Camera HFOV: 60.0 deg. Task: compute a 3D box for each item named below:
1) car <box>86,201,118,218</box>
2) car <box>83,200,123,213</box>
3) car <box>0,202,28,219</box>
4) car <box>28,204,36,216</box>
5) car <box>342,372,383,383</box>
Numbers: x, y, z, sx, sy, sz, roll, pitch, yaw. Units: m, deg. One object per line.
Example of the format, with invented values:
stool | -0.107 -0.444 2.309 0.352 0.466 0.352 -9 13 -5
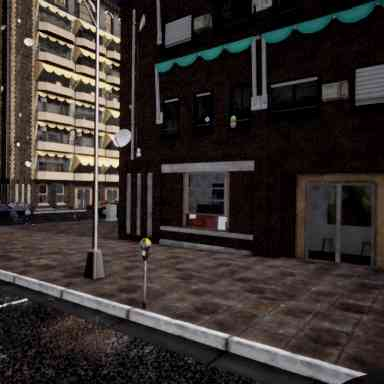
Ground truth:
car | -7.443 1.822 31.616 1.947 1.339 4.313 1 0 36
car | -10.897 1.708 41.049 1.887 1.381 4.507 1 0 36
car | -17.005 1.693 28.361 1.895 1.301 4.718 1 0 36
car | -17.466 1.622 32.144 2.008 1.369 4.403 1 0 36
car | 2.655 1.551 1.120 4.403 1.369 2.008 0 1 36
